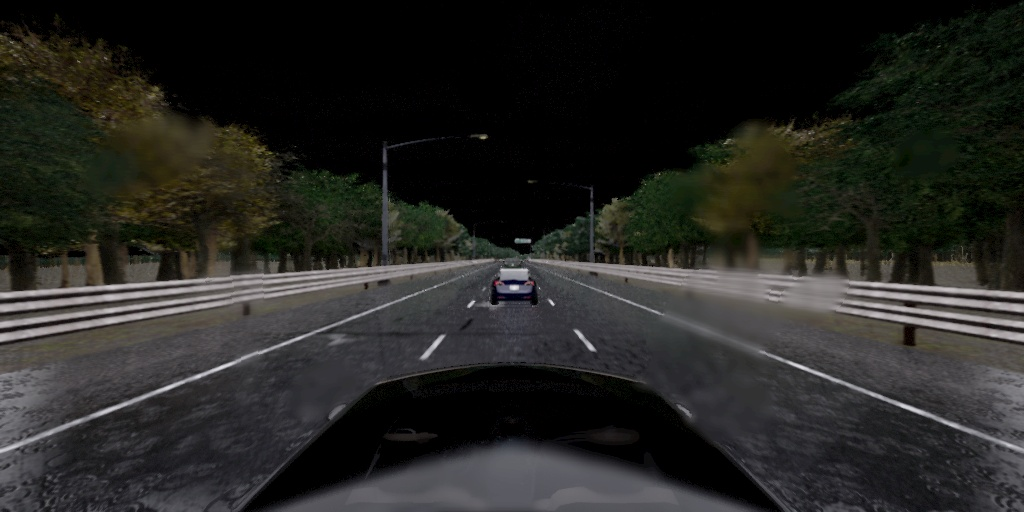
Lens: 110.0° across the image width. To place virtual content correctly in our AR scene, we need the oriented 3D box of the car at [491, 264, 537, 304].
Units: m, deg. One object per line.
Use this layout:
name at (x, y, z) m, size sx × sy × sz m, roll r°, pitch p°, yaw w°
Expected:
car at (0.096, 1.321, 16.787) m, size 2.163 × 1.488 × 4.792 m, roll 0°, pitch 0°, yaw 0°

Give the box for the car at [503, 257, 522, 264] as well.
car at (0.085, 1.164, 44.263) m, size 2.150 × 2.045 × 5.566 m, roll 0°, pitch 0°, yaw 0°
